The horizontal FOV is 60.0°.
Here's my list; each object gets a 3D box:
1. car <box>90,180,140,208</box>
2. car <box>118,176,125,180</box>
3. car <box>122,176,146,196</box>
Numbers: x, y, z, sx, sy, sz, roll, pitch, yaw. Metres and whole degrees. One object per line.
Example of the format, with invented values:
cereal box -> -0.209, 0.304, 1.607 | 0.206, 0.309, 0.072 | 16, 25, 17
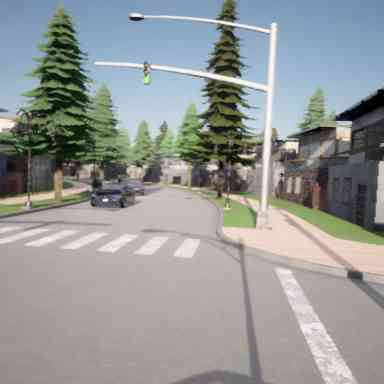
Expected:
car -> -4.847, 0.173, 20.928 | 1.994, 1.385, 4.181 | 3, 3, 2
car -> -8.972, -1.396, 45.359 | 2.128, 1.511, 4.902 | 1, 3, -21
car -> -5.470, -0.482, 31.893 | 1.812, 1.442, 4.674 | 2, 3, -9
